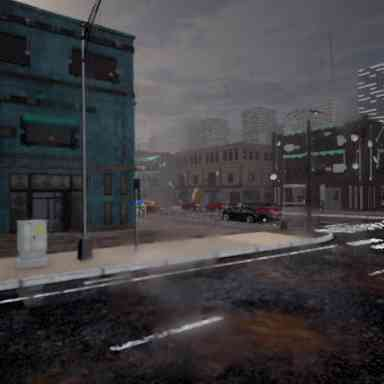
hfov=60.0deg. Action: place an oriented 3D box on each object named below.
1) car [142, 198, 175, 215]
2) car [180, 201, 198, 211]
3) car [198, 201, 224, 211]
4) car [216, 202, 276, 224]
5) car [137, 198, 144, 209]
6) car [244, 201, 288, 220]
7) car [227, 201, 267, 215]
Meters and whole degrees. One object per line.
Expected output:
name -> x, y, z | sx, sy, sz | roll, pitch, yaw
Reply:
car -> -3.672, 1.832, 38.503 | 1.967, 1.590, 4.097 | -2, 0, -35
car -> -0.047, 1.946, 47.872 | 1.802, 1.307, 4.206 | -2, 0, -35
car -> 3.160, 1.884, 43.362 | 1.802, 1.307, 4.206 | -2, 0, -35
car -> 4.274, 1.801, 27.124 | 1.947, 1.339, 4.313 | -2, 0, -35
car -> -5.111, 1.910, 45.034 | 1.882, 1.535, 5.008 | -1, 0, -35
car -> 6.129, 1.565, 29.207 | 2.097, 1.767, 4.553 | -1, 0, -35
car -> 6.367, 1.790, 38.850 | 2.008, 1.369, 4.403 | -2, 0, -35
